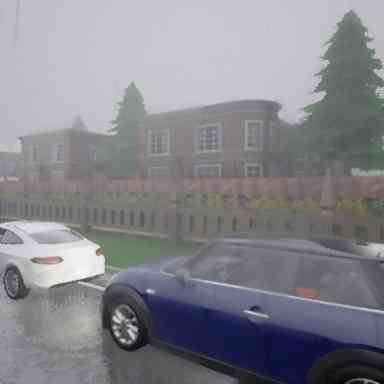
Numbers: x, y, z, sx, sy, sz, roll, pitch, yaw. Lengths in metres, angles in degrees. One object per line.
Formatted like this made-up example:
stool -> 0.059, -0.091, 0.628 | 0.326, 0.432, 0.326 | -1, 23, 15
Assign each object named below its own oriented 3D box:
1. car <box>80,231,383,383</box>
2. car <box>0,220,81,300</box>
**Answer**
car -> 0.805, 1.327, 4.587 | 4.553, 1.767, 2.097 | 1, 1, 36
car -> -4.092, 1.425, 8.108 | 4.674, 1.442, 1.812 | 1, 1, 36
